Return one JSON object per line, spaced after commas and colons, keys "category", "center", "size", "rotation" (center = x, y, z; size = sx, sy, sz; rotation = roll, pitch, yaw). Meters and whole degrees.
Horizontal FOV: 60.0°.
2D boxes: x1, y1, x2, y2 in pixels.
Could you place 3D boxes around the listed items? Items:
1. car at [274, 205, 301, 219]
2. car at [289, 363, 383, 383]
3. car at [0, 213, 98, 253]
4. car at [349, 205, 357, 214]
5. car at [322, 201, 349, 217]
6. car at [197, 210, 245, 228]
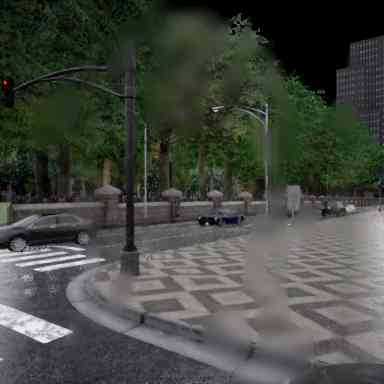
{"category": "car", "center": [11.284, 2.305, 39.245], "size": [1.882, 1.535, 5.008], "rotation": [0, -2, 36]}
{"category": "car", "center": [2.373, 1.551, 1.264], "size": [4.403, 1.369, 2.008], "rotation": [0, 0, 36]}
{"category": "car", "center": [-6.571, 1.706, 14.825], "size": [1.837, 1.490, 4.892], "rotation": [0, -1, 41]}
{"category": "car", "center": [25.281, 2.771, 53.478], "size": [1.812, 1.442, 4.674], "rotation": [0, -1, 35]}
{"category": "car", "center": [19.141, 2.238, 44.824], "size": [2.150, 2.045, 5.566], "rotation": [0, -1, 35]}
{"category": "car", "center": [2.403, 2.106, 26.767], "size": [1.895, 1.301, 4.718], "rotation": [0, -1, 35]}
